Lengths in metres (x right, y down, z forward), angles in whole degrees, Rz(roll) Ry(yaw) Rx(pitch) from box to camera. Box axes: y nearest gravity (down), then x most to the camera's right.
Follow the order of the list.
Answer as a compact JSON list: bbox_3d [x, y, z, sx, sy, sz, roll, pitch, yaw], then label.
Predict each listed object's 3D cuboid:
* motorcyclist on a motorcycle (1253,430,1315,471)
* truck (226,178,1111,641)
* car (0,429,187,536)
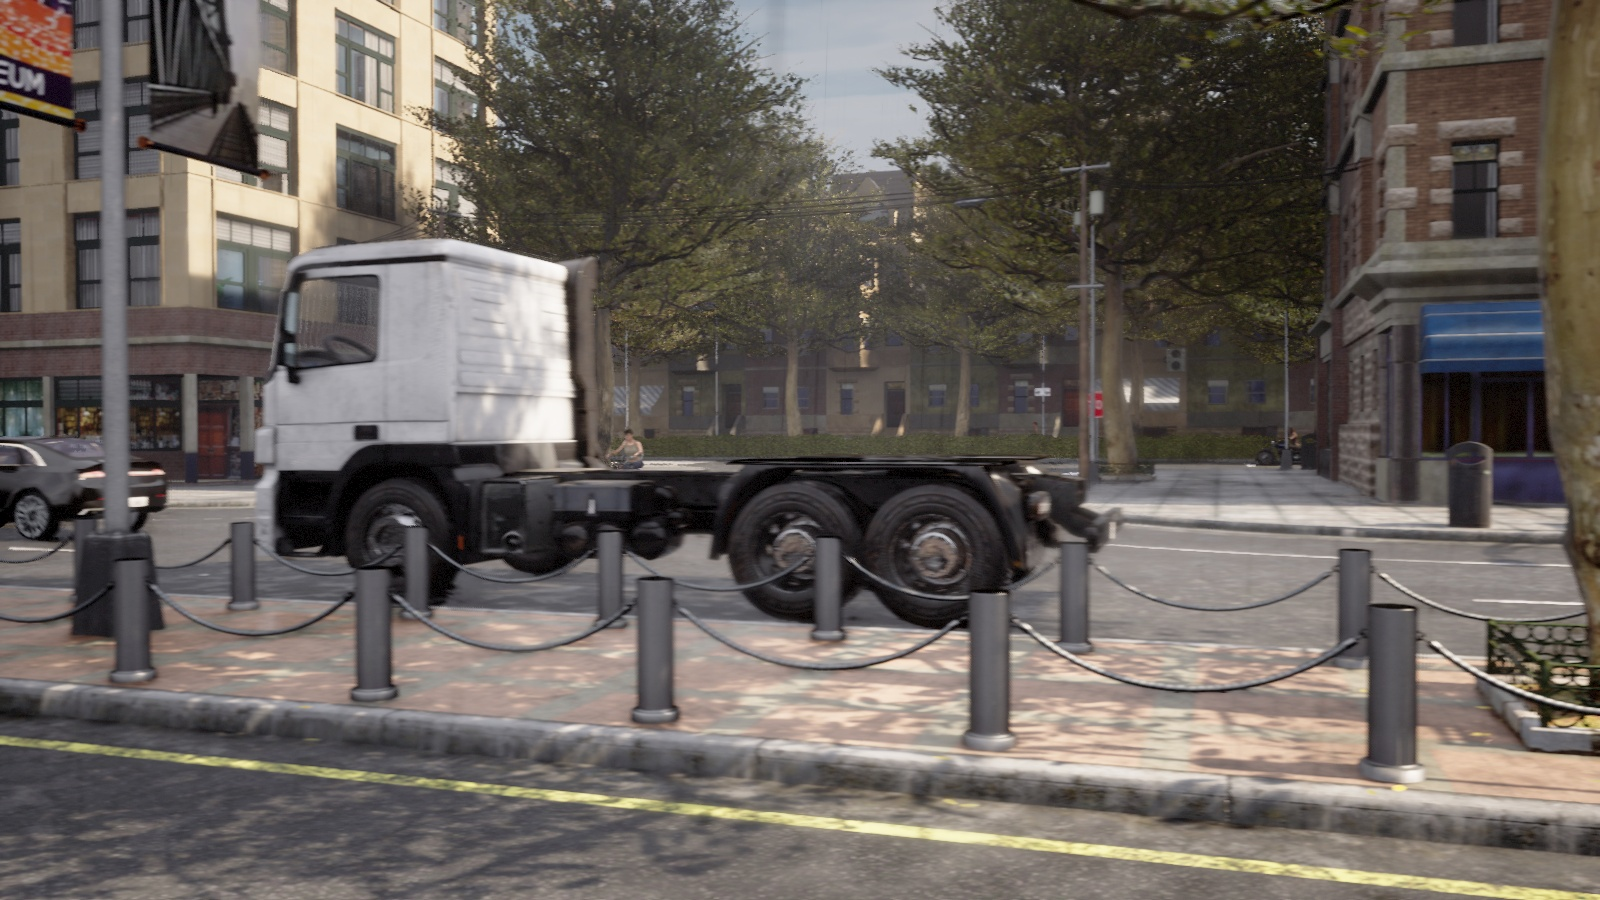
[{"bbox_3d":[20.133,0.015,52.302,2.350,1.649,0.766,0,1,17],"label":"motorcyclist on a motorcycle"},{"bbox_3d":[-1.225,-0.353,12.031,7.936,3.462,2.891,1,1,19],"label":"truck"},{"bbox_3d":[-12.277,0.425,19.455,4.902,1.511,2.128,1,1,19],"label":"car"}]
